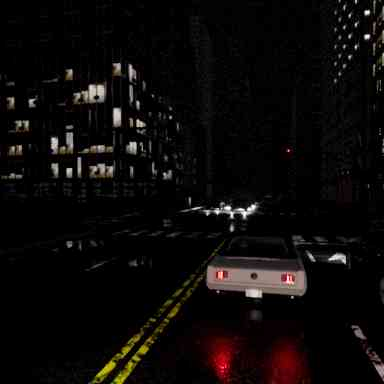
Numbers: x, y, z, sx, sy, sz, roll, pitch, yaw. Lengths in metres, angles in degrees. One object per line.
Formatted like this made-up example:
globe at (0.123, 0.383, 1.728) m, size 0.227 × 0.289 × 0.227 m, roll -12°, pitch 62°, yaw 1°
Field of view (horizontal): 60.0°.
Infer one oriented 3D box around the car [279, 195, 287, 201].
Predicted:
car at (21.811, 1.352, 79.818) m, size 1.895 × 1.301 × 4.718 m, roll 0°, pitch 0°, yaw 13°

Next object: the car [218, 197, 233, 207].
car at (5.412, 1.565, 53.037) m, size 1.895 × 1.301 × 4.718 m, roll 0°, pitch 0°, yaw 13°

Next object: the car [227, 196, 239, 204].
car at (7.836, 1.457, 63.167) m, size 1.837 × 1.490 × 4.892 m, roll 0°, pitch 0°, yaw 14°

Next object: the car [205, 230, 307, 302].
car at (1.695, 1.597, 8.337) m, size 1.895 × 1.301 × 4.718 m, roll 0°, pitch 0°, yaw 14°

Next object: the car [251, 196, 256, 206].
car at (7.974, 1.458, 49.731) m, size 2.128 × 1.511 × 4.902 m, roll 0°, pitch 0°, yaw 13°

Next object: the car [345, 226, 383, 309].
car at (4.825, 1.501, 7.437) m, size 1.837 × 1.490 × 4.892 m, roll 0°, pitch 0°, yaw 13°

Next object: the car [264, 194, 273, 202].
car at (16.363, 1.527, 70.826) m, size 1.895 × 1.301 × 4.718 m, roll 0°, pitch 0°, yaw 13°

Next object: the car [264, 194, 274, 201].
car at (18.640, 1.283, 80.532) m, size 2.128 × 1.511 × 4.902 m, roll 0°, pitch 0°, yaw 13°

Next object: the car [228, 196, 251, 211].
car at (5.861, 1.502, 40.728) m, size 1.812 × 1.442 × 4.674 m, roll 0°, pitch 0°, yaw 13°

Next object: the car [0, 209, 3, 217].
car at (-17.348, 1.434, 26.651) m, size 4.313 × 1.339 × 1.947 m, roll 1°, pitch 1°, yaw 14°

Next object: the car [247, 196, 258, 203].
car at (12.768, 1.483, 69.735) m, size 2.033 × 1.411 × 5.357 m, roll 0°, pitch 0°, yaw 13°

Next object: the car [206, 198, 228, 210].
car at (3.091, 1.522, 43.168) m, size 2.033 × 1.411 × 5.357 m, roll 0°, pitch 0°, yaw 13°

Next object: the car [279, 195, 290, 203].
car at (19.425, 1.471, 69.647) m, size 2.033 × 1.411 × 5.357 m, roll 0°, pitch 0°, yaw 13°
